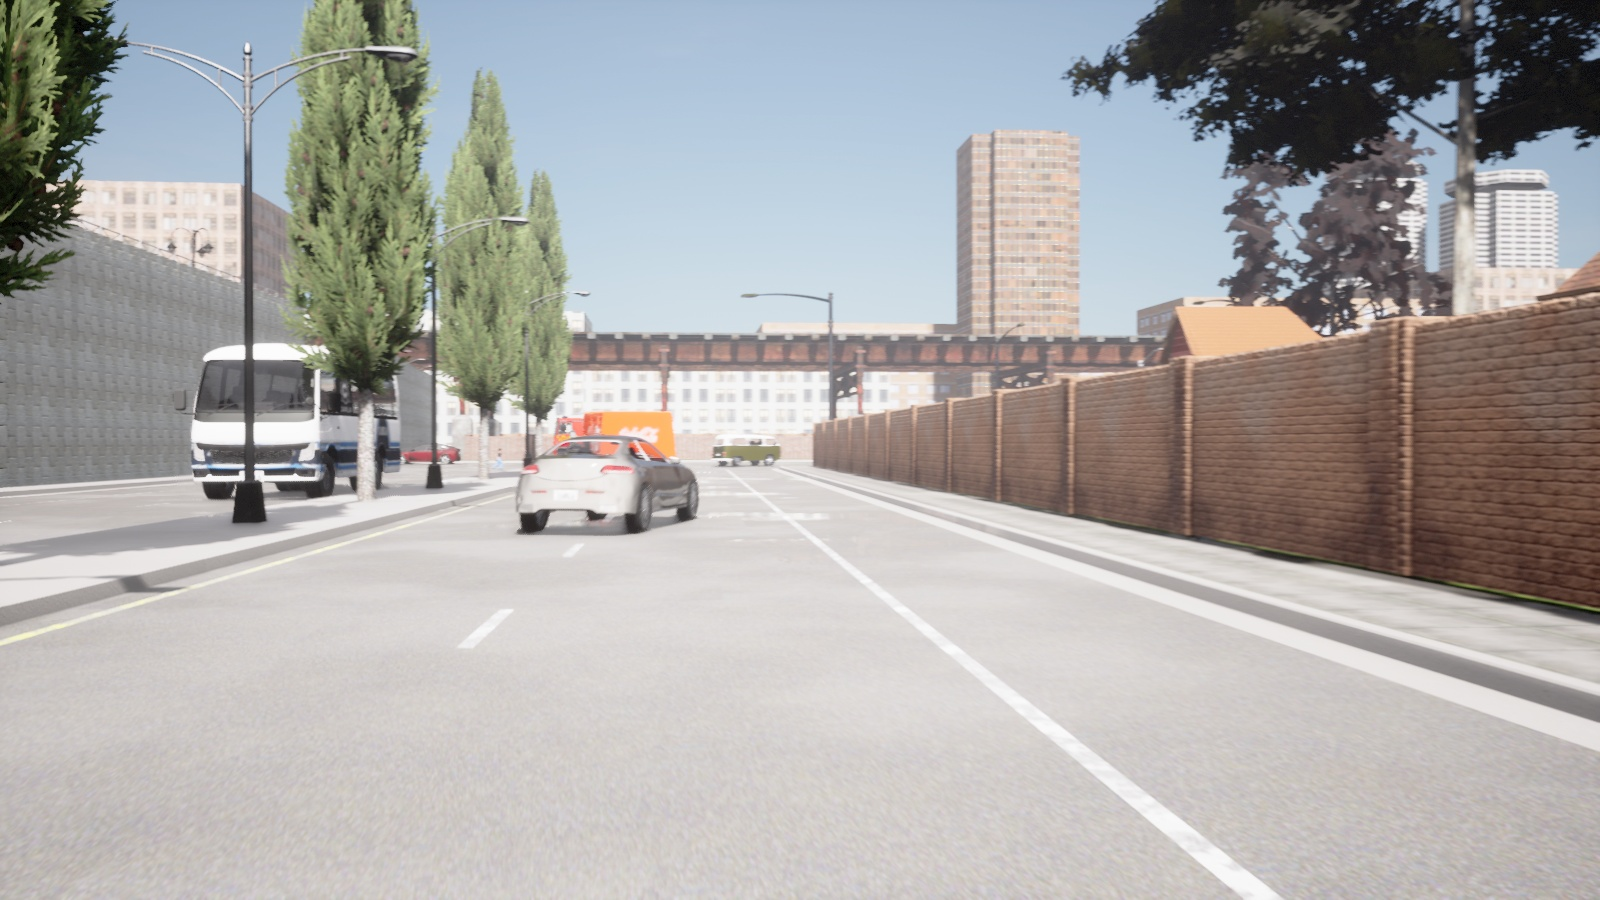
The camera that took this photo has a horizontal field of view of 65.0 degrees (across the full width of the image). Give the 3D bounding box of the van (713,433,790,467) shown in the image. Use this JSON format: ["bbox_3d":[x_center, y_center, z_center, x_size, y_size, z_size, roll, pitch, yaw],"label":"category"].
[{"bbox_3d":[-3.045,0.022,79.291,4.480,2.038,2.069,0,-1,-35],"label":"van"}]

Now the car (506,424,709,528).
[{"bbox_3d":[-3.273,0.398,22.587,2.152,1.651,5.027,0,0,9],"label":"car"}]

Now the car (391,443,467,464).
[{"bbox_3d":[-26.198,0.250,88.726,4.792,1.488,2.163,0,0,-4],"label":"car"}]

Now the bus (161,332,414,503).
[{"bbox_3d":[-14.378,-0.833,36.529,3.944,4.253,10.273,0,0,-5],"label":"bus"}]

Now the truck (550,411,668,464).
[{"bbox_3d":[-14.077,-0.941,93.107,8.468,3.827,2.891,0,0,-4],"label":"truck"}]

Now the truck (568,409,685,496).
[{"bbox_3d":[-5.444,0.045,38.781,2.627,2.467,5.204,0,1,-19],"label":"truck"}]
